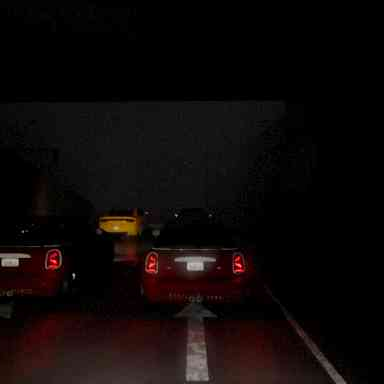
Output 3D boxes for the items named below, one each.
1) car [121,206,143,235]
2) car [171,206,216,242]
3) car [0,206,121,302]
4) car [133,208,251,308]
[{"bbox_3d":[-3.433,1.475,17.508,1.882,1.535,5.008,0,0,0],"label":"car"},{"bbox_3d":[0.068,1.545,17.618,2.033,1.411,5.357,0,0,0],"label":"car"},{"bbox_3d":[-3.428,1.351,8.419,2.097,1.767,4.553,0,0,0],"label":"car"},{"bbox_3d":[0.067,1.351,8.092,2.097,1.767,4.553,0,0,0],"label":"car"}]
